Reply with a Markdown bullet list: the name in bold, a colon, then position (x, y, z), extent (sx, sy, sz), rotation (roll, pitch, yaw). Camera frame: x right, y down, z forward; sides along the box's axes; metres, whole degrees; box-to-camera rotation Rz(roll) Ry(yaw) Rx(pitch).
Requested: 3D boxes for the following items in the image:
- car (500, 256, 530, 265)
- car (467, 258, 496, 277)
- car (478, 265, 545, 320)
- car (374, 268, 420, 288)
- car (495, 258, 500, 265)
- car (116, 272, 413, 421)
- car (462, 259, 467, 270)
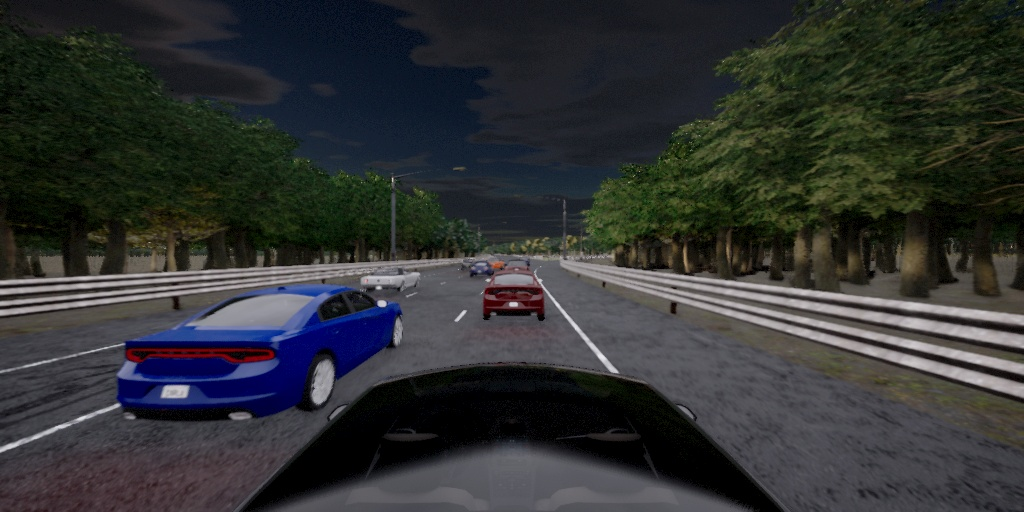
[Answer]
- **car**: position (0.423, 1.055, 29.719), extent (2.097, 1.767, 4.553), rotation (0, 0, 2)
- **car**: position (-2.838, 1.216, 34.164), extent (1.812, 1.442, 4.674), rotation (0, 0, 2)
- **car**: position (0.076, 1.230, 12.658), extent (1.882, 1.535, 5.008), rotation (0, 0, 1)
- **car**: position (-6.770, 1.316, 20.625), extent (1.895, 1.301, 4.718), rotation (0, 0, 1)
- **car**: position (-2.263, 0.995, 48.712), extent (2.097, 1.767, 4.553), rotation (0, 0, 4)
- **car**: position (-3.382, 1.220, 6.091), extent (1.882, 1.535, 5.008), rotation (0, 0, 0)
- **car**: position (-5.733, 1.129, 49.699), extent (2.128, 1.511, 4.902), rotation (0, 0, 3)
